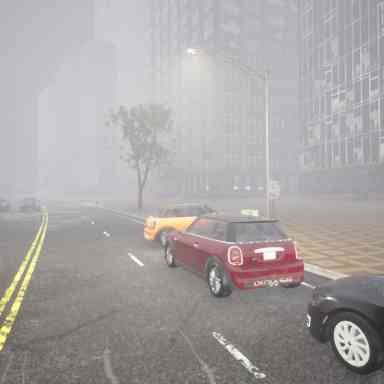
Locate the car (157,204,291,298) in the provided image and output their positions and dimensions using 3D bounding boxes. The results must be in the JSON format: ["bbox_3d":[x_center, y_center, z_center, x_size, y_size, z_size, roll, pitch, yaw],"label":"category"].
[{"bbox_3d":[0.812,1.355,8.925,2.097,1.767,4.553,0,0,-23],"label":"car"}]

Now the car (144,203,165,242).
[{"bbox_3d":[0.224,1.277,14.632,4.553,1.767,2.097,-3,1,-18],"label":"car"}]

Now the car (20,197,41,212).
[{"bbox_3d":[-19.109,1.392,39.331,2.097,1.767,4.553,0,0,-24],"label":"car"}]

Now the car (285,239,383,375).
[{"bbox_3d":[3.584,1.505,3.473,1.837,1.490,4.892,0,0,-36],"label":"car"}]

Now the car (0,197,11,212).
[{"bbox_3d":[-22.069,1.389,37.989,2.097,1.767,4.553,0,0,-24],"label":"car"}]
